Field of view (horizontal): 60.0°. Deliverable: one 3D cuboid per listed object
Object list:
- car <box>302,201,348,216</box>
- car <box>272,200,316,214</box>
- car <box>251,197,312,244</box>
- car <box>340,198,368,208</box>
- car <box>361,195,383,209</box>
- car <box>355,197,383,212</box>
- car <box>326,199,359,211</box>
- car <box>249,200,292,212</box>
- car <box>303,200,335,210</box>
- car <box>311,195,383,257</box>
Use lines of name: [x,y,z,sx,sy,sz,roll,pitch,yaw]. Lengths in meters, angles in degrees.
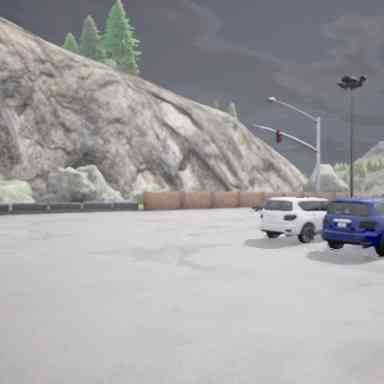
car: [14.314,1.681,35.690,5.357,1.411,2.033,0,0,-35]
car: [11.735,1.679,38.149,5.357,1.411,2.033,0,0,-36]
car: [5.779,1.283,16.473,5.566,2.045,2.150,0,0,-36]
car: [25.474,1.716,52.163,4.892,1.490,1.837,0,0,-36]
car: [27.587,1.432,49.371,5.566,2.045,2.150,0,0,-36]
car: [22.609,1.527,41.516,4.553,1.767,2.097,0,0,-36]
car: [19.905,1.698,43.886,4.674,1.442,1.812,0,0,-36]
car: [9.721,1.680,40.993,5.357,1.411,2.033,0,0,-35]
car: [17.921,1.774,46.769,4.718,1.301,1.895,0,0,-36]
car: [7.530,1.281,13.423,5.566,2.045,2.150,0,0,-36]
